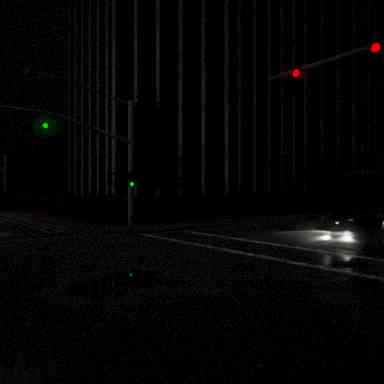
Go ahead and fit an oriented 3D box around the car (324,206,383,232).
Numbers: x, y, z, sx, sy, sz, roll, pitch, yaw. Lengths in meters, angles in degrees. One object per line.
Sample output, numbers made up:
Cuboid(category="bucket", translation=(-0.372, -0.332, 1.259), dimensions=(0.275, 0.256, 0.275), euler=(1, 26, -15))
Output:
Cuboid(category="car", translation=(9.812, 1.582, 20.194), dimensions=(4.181, 1.385, 1.994), euler=(0, 0, -39))
